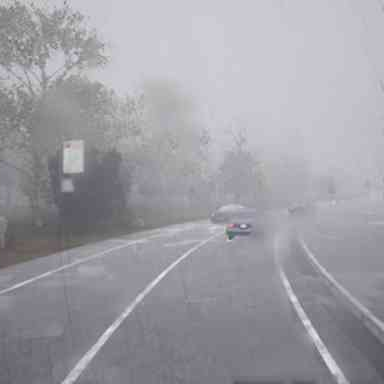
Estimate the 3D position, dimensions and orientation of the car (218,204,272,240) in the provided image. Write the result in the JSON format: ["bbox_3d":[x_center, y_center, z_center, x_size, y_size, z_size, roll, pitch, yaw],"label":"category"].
[{"bbox_3d":[3.096,1.590,17.416,2.033,1.411,5.357,-1,-1,18],"label":"car"}]

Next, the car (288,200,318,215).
[{"bbox_3d":[11.538,1.527,34.359,2.033,1.411,5.357,-3,-1,34],"label":"car"}]

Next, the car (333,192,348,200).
[{"bbox_3d":[27.508,0.753,61.534,1.895,1.301,4.718,-4,0,37],"label":"car"}]

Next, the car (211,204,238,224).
[{"bbox_3d":[3.091,1.681,26.458,1.812,1.442,4.674,-2,-1,27],"label":"car"}]
